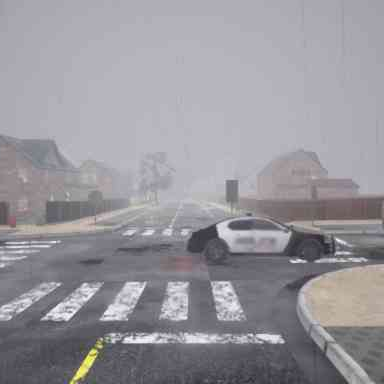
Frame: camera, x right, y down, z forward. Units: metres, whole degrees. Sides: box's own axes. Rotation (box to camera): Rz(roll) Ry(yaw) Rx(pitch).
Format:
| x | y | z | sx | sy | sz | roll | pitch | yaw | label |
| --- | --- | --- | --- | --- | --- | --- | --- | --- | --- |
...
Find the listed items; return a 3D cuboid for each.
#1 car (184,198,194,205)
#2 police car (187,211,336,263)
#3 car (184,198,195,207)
| x | y | z | sx | sy | sz | roll | pitch | yaw | label |
| --- | --- | --- | --- | --- | --- | --- | --- | --- | --- |
| -0.596 | 1.834 | 66.817 | 1.994 | 1.385 | 4.181 | 0 | 0 | -2 | car |
| 2.287 | 1.502 | 11.535 | 4.974 | 1.542 | 2.038 | 0 | 1 | 0 | police car |
| -0.453 | 1.713 | 56.789 | 1.812 | 1.442 | 4.674 | 0 | 0 | -1 | car |
